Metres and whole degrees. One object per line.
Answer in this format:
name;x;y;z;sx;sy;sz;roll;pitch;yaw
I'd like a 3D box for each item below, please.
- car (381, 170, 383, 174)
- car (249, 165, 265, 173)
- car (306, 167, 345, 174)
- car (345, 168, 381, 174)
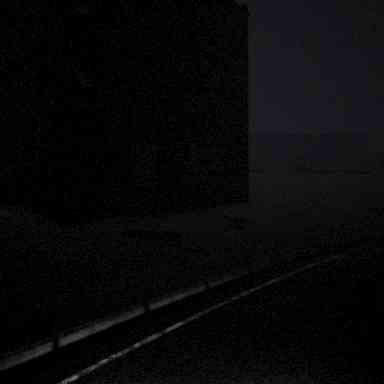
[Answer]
car;30.087;-2.687;49.768;4.674;1.452;2.002;1;-4;-6
car;8.168;-3.021;47.795;4.553;1.767;2.185;0;-4;-5
car;19.070;-2.837;48.714;4.892;1.521;2.231;0;-4;-5
car;24.569;-2.795;49.190;4.892;1.521;2.231;0;-4;-5
